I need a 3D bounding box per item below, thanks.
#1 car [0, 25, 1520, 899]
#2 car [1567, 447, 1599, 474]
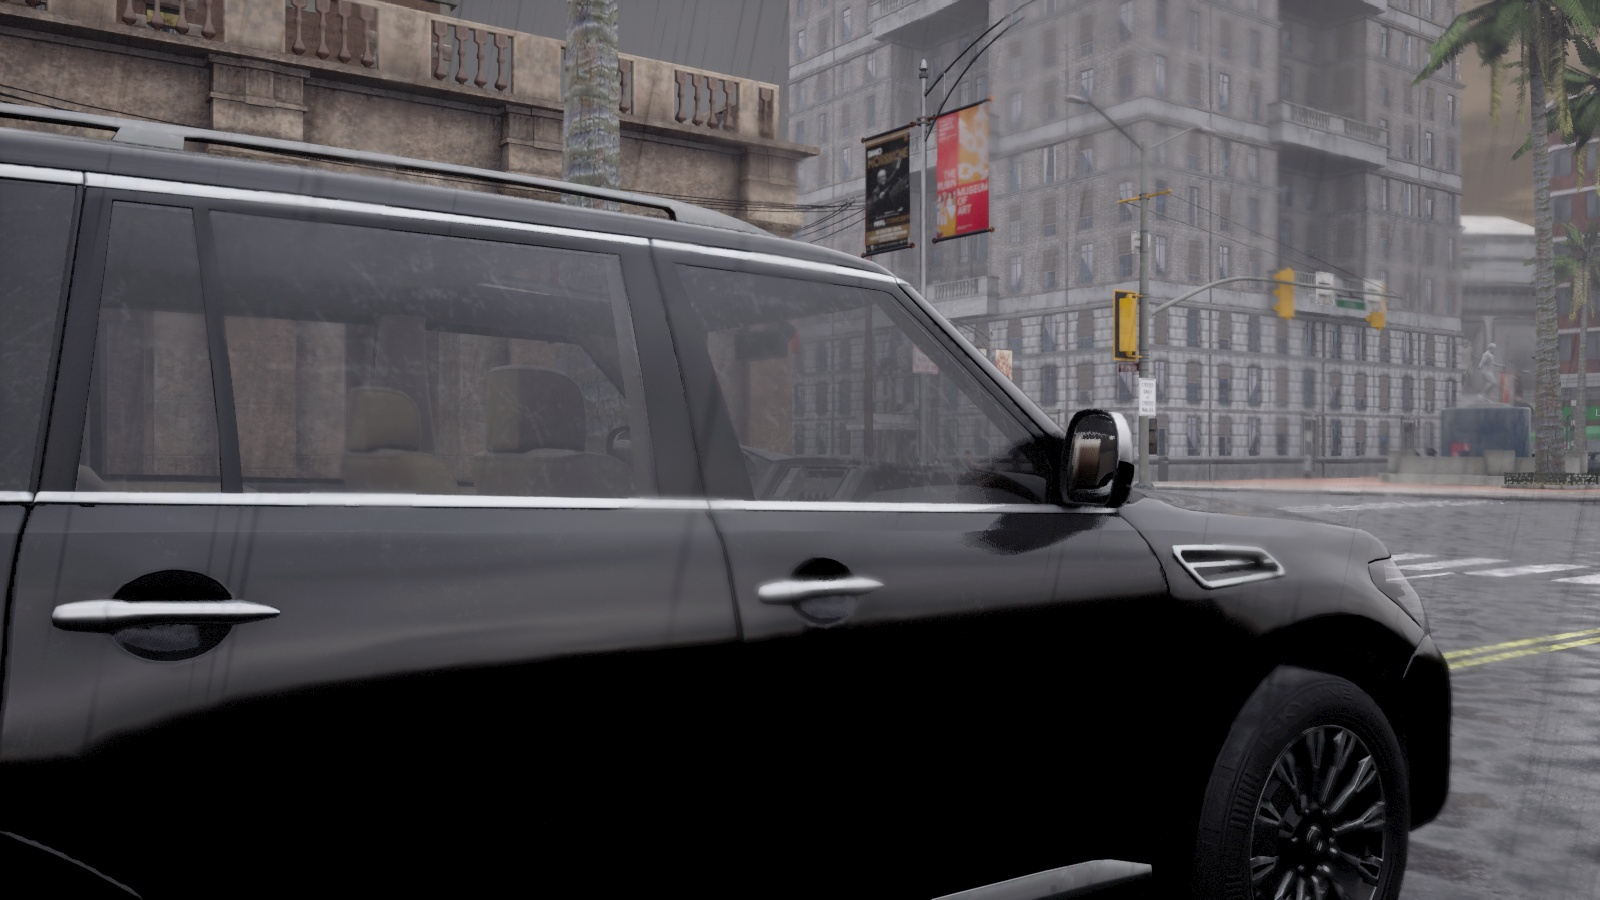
[{"bbox_3d":[-0.661,0.473,3.201,5.566,2.045,2.150,0,0,-35],"label":"car"},{"bbox_3d":[50.985,0.673,78.675,2.242,1.667,4.611,0,0,-21],"label":"car"}]
